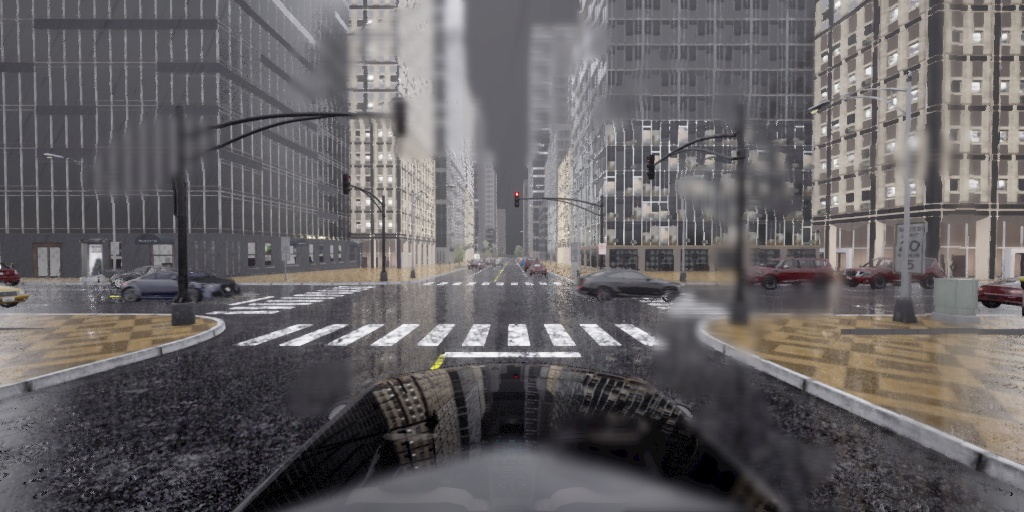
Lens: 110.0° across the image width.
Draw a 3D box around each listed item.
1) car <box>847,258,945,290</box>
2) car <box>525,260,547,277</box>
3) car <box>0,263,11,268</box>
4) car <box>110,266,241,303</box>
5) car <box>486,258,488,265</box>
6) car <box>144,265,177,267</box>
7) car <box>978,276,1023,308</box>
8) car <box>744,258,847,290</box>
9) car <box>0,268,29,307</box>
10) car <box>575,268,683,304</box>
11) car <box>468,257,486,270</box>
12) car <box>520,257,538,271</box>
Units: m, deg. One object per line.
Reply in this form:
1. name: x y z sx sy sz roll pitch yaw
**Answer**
1. car: 22.902 1.032 21.656 5.009 1.841 2.192 0 0 0
2. car: 2.547 1.319 35.785 1.802 1.307 4.207 0 0 0
3. car: -32.556 1.078 21.484 4.097 1.591 1.967 0 0 0
4. car: -14.787 1.313 16.133 4.181 1.385 1.994 0 1 0
5. car: -5.290 1.307 57.862 1.802 1.307 4.207 0 0 0
6. car: -21.440 1.205 21.575 4.403 1.370 2.007 0 0 0
7. car: 20.186 1.417 13.513 4.207 1.307 1.802 0 0 0
8. car: 16.570 1.024 21.645 5.009 1.841 2.192 0 0 0
9. car: -21.256 1.301 13.437 4.829 1.417 1.751 0 0 0
10. car: 5.210 1.290 16.180 4.674 1.442 1.812 1 0 0
11. car: -5.292 1.168 52.338 1.967 1.591 4.097 0 0 0
12. car: 2.574 1.046 46.834 2.192 1.841 5.009 0 0 0
